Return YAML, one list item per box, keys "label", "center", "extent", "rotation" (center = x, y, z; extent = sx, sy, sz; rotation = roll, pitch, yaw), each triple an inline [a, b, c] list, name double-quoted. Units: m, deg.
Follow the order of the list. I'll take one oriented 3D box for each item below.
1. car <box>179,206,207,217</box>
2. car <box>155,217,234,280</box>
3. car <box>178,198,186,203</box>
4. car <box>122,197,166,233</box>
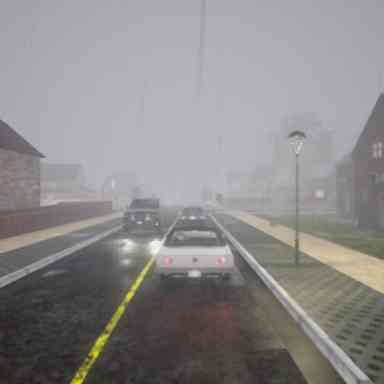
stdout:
- label: "car"
  center: [0.076, 1.720, 23.806]
  extent: [2.033, 1.411, 5.357]
  rotation: [0, -1, 0]
- label: "car"
  center: [0.080, 1.662, 10.088]
  extent: [1.895, 1.301, 4.718]
  rotation: [0, 0, 0]
- label: "car"
  center: [-2.754, 2.338, 92.563]
  extent: [1.812, 1.442, 4.674]
  rotation: [0, -1, 0]
- label: "car"
  center: [-2.846, 1.369, 20.936]
  extent: [2.150, 2.045, 5.566]
  rotation: [0, -1, 0]
